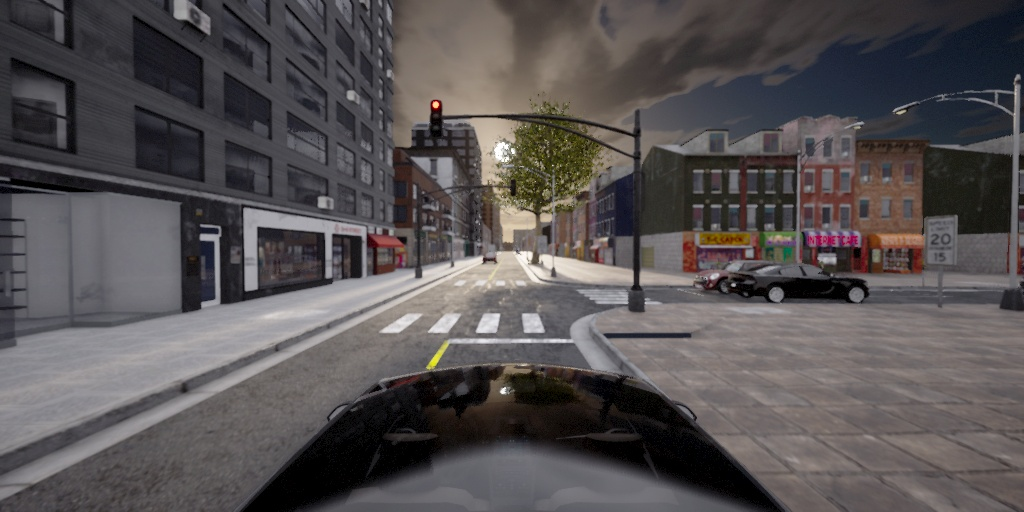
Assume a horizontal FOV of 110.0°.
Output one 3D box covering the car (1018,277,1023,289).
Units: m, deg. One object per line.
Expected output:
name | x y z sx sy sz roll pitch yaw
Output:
car | 27.152 1.117 17.143 4.403 1.370 2.007 0 0 0

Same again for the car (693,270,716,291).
car | 10.851 0.928 17.025 4.097 1.591 1.967 0 0 0

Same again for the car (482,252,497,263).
car | -3.058 0.208 50.087 1.882 1.535 5.008 0 1 0

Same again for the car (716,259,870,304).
car | 11.343 1.017 14.377 5.008 1.535 1.882 0 1 0
